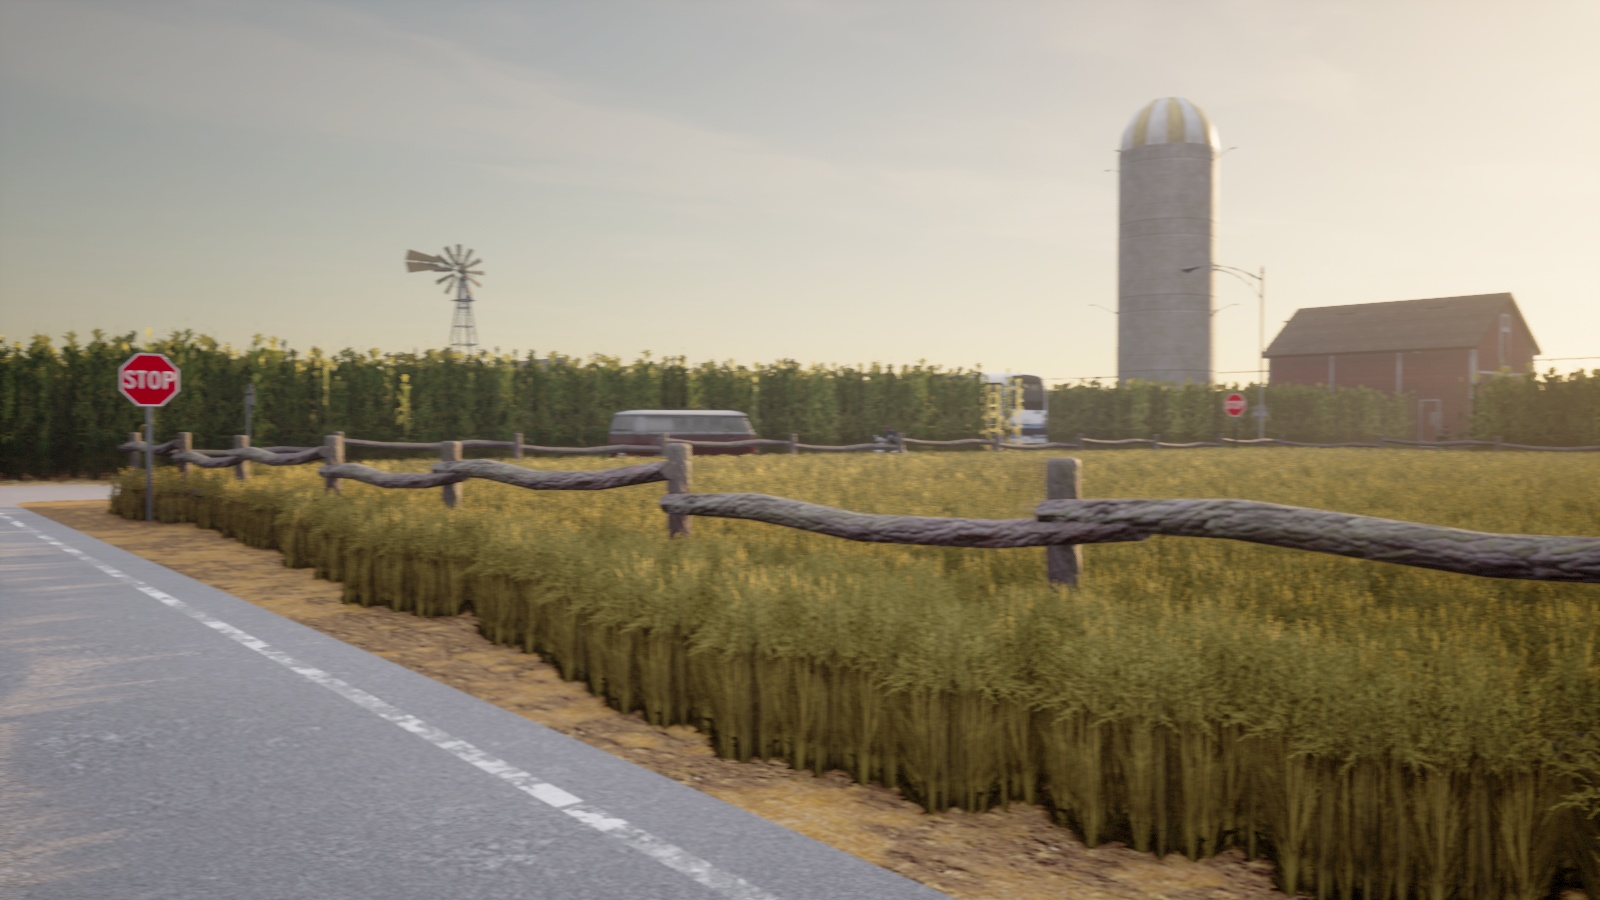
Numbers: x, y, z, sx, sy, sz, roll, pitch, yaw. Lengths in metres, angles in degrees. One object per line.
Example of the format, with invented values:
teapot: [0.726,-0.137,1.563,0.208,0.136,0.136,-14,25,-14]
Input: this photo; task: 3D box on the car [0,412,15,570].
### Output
car: [-11.073,0.470,15.293,2.097,1.767,4.553,-2,1,-38]

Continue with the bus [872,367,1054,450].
bus: [8.900,-2.256,70.181,3.944,4.253,10.273,-2,2,-37]

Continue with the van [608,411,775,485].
van: [-3.030,-0.097,35.709,4.442,1.987,1.775,-2,1,-38]
